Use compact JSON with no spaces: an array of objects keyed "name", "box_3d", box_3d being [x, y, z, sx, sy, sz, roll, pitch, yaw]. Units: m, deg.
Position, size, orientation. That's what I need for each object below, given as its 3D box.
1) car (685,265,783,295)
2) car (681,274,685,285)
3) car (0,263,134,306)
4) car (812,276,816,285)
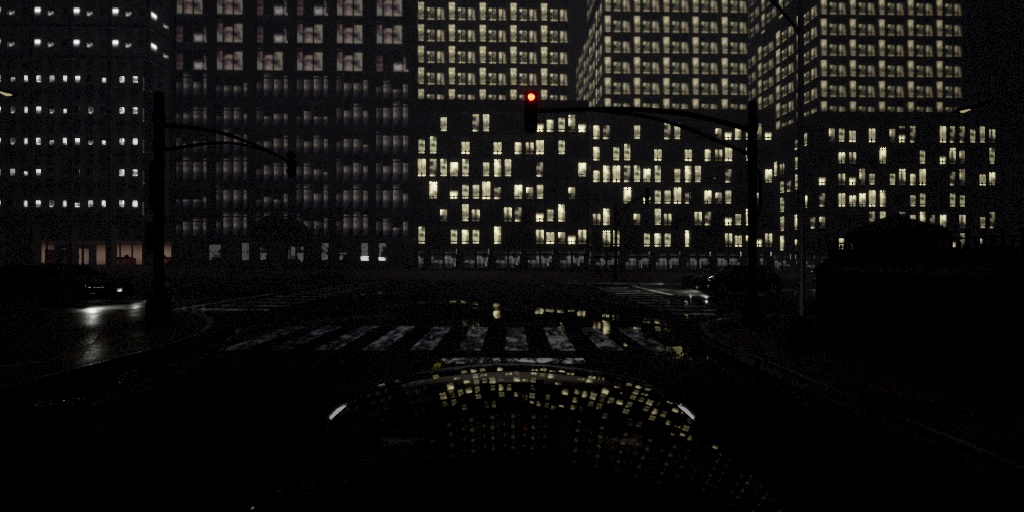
[{"name":"car","box_3d":[13.084,1.283,21.036,4.553,1.767,2.097,1,0,-1]},{"name":"car","box_3d":[14.134,1.429,24.300,5.008,1.535,1.882,1,0,-2]},{"name":"car","box_3d":[-17.612,1.043,13.844,4.892,1.490,1.837,1,0,-1]},{"name":"car","box_3d":[23.460,1.666,24.451,4.718,1.301,1.895,1,0,-1]}]
